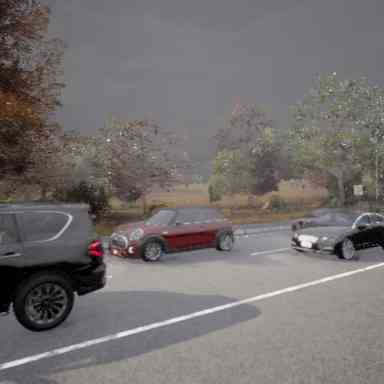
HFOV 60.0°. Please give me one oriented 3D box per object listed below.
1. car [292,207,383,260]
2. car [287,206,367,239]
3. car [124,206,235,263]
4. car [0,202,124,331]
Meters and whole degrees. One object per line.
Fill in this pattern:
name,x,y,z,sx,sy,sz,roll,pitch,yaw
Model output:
car,5.758,1.455,12.332,4.902,1.511,2.128,0,0,-35
car,7.217,1.514,17.621,4.181,1.385,1.994,0,0,-36
car,-0.654,1.332,12.084,4.553,1.767,2.097,0,0,-35
car,-4.183,1.221,5.295,5.566,2.045,2.150,-1,0,-35
